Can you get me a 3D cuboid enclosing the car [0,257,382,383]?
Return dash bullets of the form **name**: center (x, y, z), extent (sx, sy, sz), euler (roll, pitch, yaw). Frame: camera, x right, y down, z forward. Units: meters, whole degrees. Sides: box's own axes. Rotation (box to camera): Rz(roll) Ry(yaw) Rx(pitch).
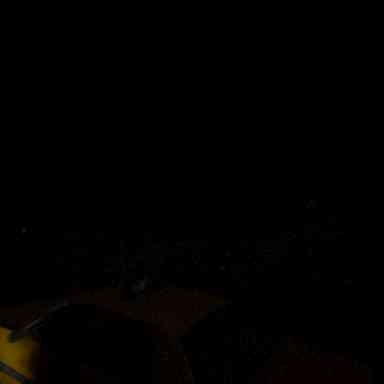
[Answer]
- **car**: center (-0.717, 1.549, 3.470), extent (4.829, 1.417, 1.752), euler (-1, 0, 35)
